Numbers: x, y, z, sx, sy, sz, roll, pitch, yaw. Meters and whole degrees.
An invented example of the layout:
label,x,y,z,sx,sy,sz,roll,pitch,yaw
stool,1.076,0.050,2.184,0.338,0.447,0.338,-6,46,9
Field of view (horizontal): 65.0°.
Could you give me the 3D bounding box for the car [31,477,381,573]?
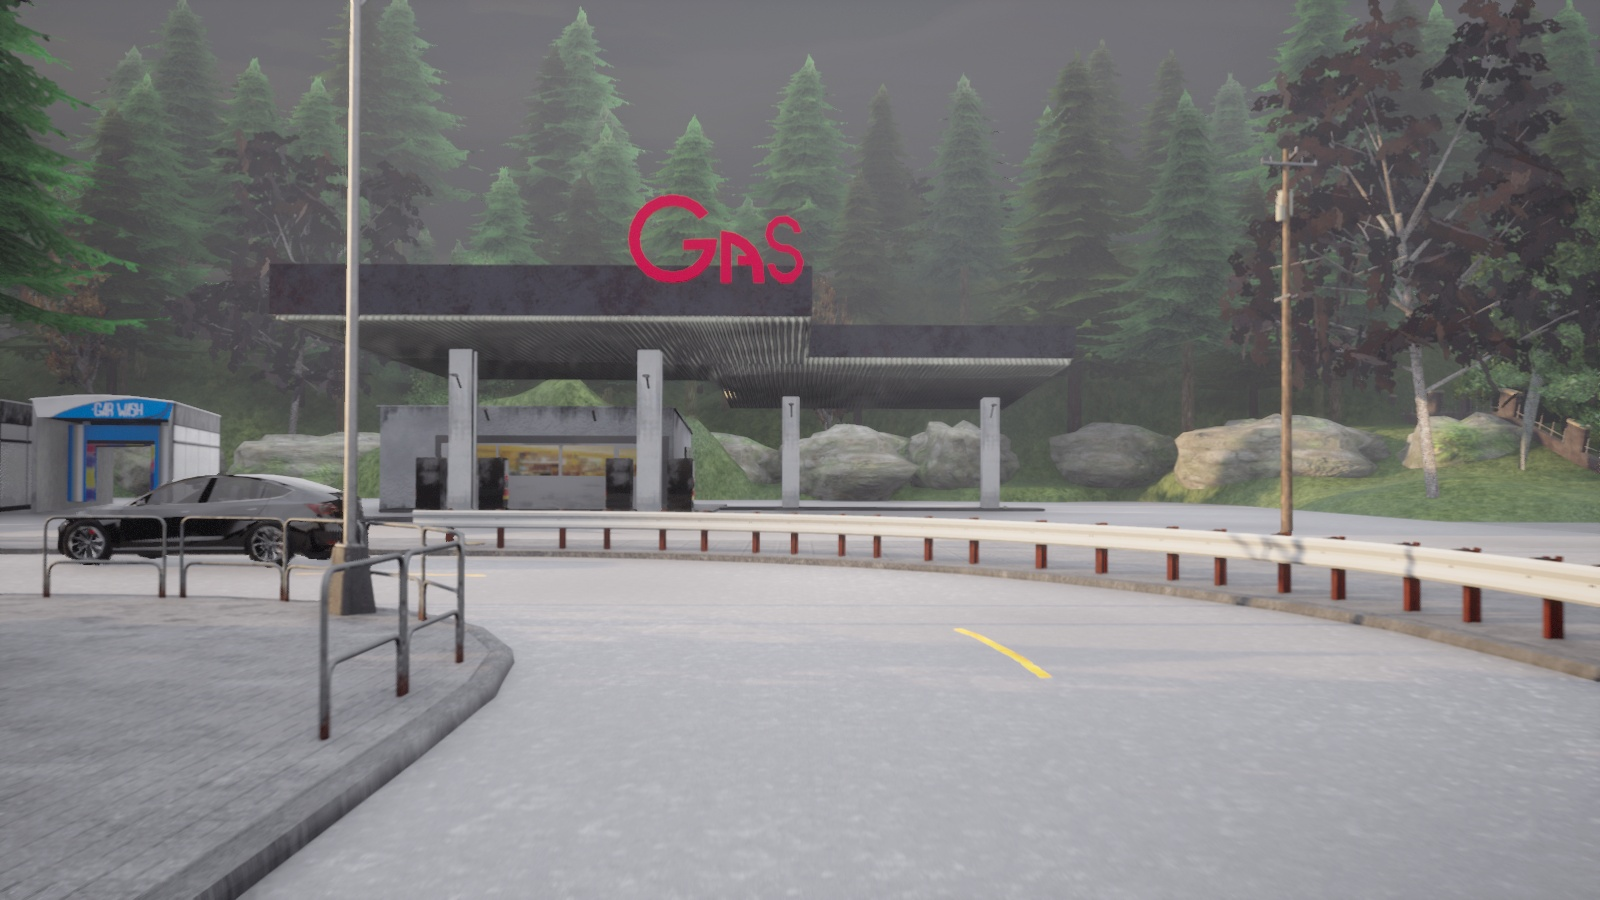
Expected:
label,x,y,z,sx,sy,sz,roll,pitch,yaw
car,-9.720,1.202,20.833,4.792,1.488,2.163,0,-1,4
